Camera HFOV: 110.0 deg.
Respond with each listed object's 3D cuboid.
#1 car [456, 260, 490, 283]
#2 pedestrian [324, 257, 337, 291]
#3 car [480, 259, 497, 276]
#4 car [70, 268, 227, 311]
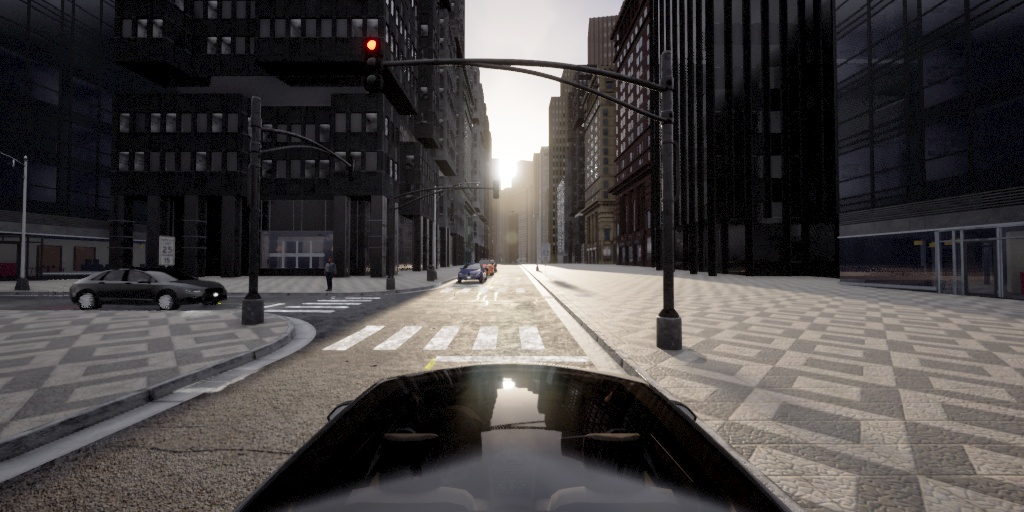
[{"bbox_3d":[-3.045,1.289,28.247,1.812,1.442,4.674,0,0,2],"label":"car"},{"bbox_3d":[-9.968,0.974,19.605,0.375,1.860,0.375,0,-1,0],"label":"pedestrian"},{"bbox_3d":[-3.020,1.137,38.252,2.097,1.767,4.553,0,0,0],"label":"car"},{"bbox_3d":[-13.341,1.197,13.314,4.892,1.490,1.837,0,-1,2],"label":"car"}]
